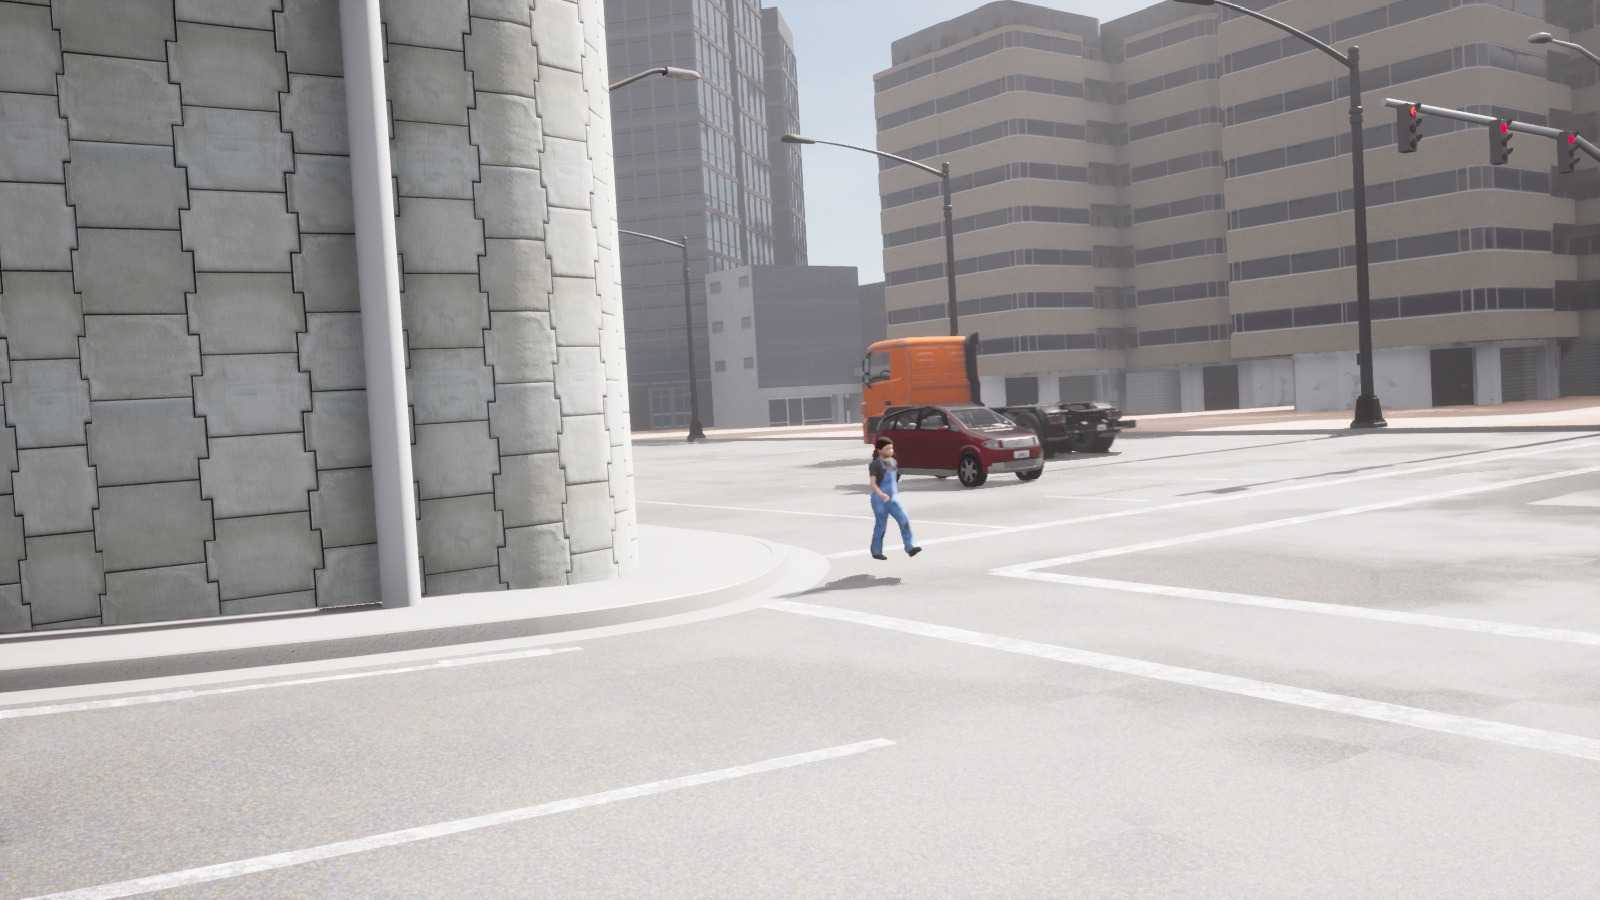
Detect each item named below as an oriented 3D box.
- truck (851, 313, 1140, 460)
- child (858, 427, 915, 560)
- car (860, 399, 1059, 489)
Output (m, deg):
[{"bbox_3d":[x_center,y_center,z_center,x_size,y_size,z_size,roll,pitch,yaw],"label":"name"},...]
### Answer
[{"bbox_3d":[5.023,-1.591,34.016,2.891,3.462,7.936,-5,3,-35],"label":"truck"},{"bbox_3d":[0.846,0.419,12.344,0.270,1.263,0.437,-5,3,-34],"label":"child"},{"bbox_3d":[3.065,-0.140,24.692,1.789,1.549,3.705,-5,3,-35],"label":"car"}]
